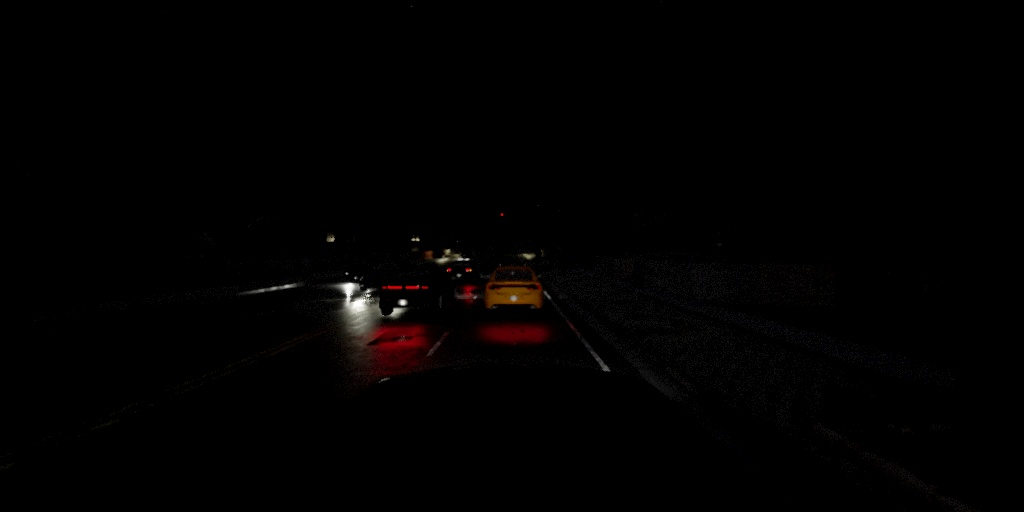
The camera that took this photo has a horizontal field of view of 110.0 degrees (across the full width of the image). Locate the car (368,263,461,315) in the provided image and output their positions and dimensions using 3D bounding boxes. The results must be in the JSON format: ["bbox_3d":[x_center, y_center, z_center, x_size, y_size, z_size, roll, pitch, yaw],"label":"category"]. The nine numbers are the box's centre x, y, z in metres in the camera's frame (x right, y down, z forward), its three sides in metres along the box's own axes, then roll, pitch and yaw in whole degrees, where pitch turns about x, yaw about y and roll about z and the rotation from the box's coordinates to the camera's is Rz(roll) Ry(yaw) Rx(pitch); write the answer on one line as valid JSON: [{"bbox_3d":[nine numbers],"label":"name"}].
[{"bbox_3d":[-3.179,1.118,12.846,1.837,1.490,4.892,0,0,0],"label":"car"}]

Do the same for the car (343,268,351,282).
[{"bbox_3d":[-9.784,0.962,25.257,2.033,1.411,5.357,0,1,1],"label":"car"}]

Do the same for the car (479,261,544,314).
[{"bbox_3d":[0.070,1.092,13.076,1.882,1.535,5.008,0,0,0],"label":"car"}]

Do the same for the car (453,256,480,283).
[{"bbox_3d":[-3.210,0.964,24.002,1.812,1.442,4.674,0,1,1],"label":"car"}]

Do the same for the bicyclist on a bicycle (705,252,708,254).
[{"bbox_3d":[18.464,0.425,33.845,0.582,1.620,1.656,0,1,-2],"label":"bicyclist on a bicycle"}]

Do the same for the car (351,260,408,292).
[{"bbox_3d":[-6.572,0.993,19.499,1.882,1.535,5.008,0,1,0],"label":"car"}]
